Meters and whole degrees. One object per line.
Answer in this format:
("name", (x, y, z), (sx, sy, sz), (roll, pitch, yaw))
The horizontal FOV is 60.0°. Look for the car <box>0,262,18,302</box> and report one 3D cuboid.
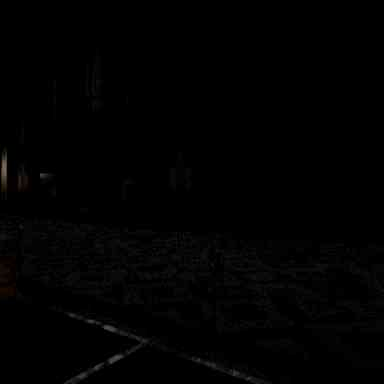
("car", (-5.460, 1.517, 6.877), (4.829, 1.417, 1.752), (0, 0, 36))
